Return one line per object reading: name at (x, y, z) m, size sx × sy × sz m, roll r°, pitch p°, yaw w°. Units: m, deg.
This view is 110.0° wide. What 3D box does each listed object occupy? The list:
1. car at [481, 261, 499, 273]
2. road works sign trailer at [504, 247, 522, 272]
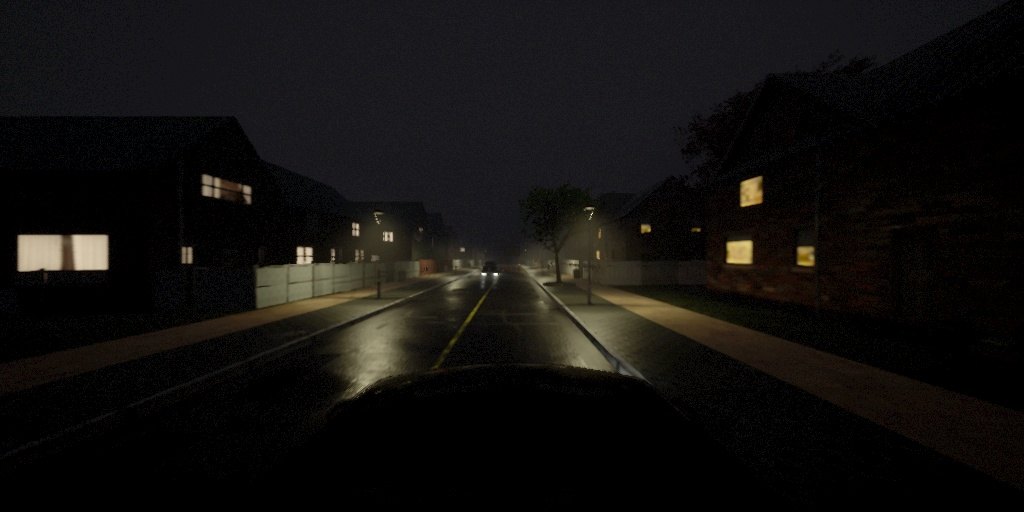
car at (-2.813, 1.415, 46.645) m, size 1.837 × 1.490 × 4.892 m, roll 0°, pitch -1°, yaw 0°
road works sign trailer at (0.013, 0.394, 50.150) m, size 2.380 × 3.560 × 2.880 m, roll 0°, pitch 0°, yaw 0°
